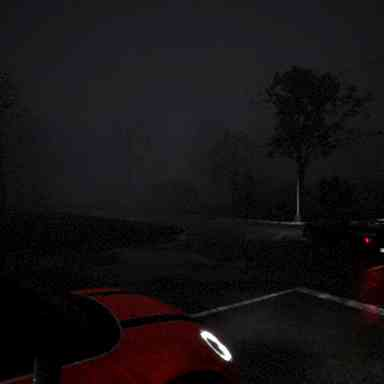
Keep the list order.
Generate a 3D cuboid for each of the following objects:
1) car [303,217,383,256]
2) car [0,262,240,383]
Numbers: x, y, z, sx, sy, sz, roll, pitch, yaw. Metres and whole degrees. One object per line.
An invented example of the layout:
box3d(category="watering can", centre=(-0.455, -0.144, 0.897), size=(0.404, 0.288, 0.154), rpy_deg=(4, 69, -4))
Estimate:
box3d(category="car", centre=(6.158, 1.622, 13.152), size=(1.895, 1.301, 4.718), rpy_deg=(0, 0, -4))
box3d(category="car", centre=(-1.765, 1.352, 2.477), size=(4.553, 1.767, 2.097), rpy_deg=(0, 0, -36))
